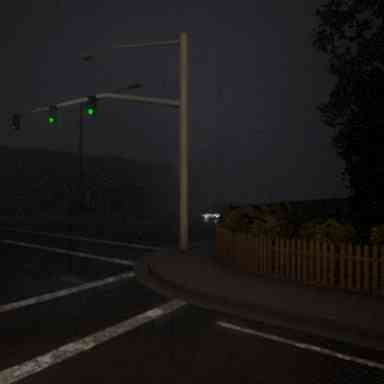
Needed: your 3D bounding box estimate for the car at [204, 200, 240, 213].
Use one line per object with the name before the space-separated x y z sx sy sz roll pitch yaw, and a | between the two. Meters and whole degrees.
car | 3.387 1.539 35.801 2.033 1.411 5.357 0 0 35
